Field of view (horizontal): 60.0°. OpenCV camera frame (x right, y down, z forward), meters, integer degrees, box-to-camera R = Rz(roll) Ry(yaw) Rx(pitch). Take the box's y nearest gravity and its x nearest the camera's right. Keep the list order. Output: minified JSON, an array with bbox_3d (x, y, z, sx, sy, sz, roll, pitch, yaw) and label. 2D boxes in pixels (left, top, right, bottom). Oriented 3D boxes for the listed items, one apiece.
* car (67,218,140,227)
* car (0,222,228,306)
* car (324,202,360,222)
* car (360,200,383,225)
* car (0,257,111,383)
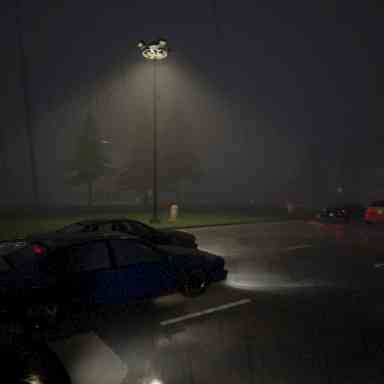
[{"bbox_3d":[-2.412,1.535,10.624,5.357,1.411,2.033,0,0,-36],"label":"car"},{"bbox_3d":[-1.792,1.540,6.767,5.357,1.411,2.033,0,0,-36],"label":"car"},{"bbox_3d":[11.805,1.450,25.230,4.674,1.442,1.812,0,0,-38],"label":"car"},{"bbox_3d":[13.441,1.279,21.934,4.553,1.767,2.097,0,0,-35],"label":"car"},{"bbox_3d":[-3.084,1.510,1.547,4.892,1.490,1.837,0,0,-36],"label":"car"}]
